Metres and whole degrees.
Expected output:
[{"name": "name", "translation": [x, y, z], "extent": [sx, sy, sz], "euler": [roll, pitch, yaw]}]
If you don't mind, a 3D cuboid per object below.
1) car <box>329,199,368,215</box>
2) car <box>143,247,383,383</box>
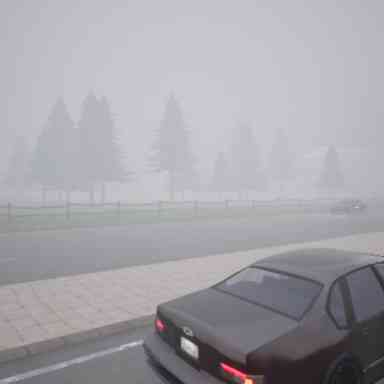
[{"name": "car", "translation": [15.659, 1.445, 33.182], "extent": [4.892, 1.490, 1.837], "euler": [0, 0, -37]}, {"name": "car", "translation": [2.021, 1.540, 4.667], "extent": [5.357, 1.411, 2.033], "euler": [0, 0, -35]}]
